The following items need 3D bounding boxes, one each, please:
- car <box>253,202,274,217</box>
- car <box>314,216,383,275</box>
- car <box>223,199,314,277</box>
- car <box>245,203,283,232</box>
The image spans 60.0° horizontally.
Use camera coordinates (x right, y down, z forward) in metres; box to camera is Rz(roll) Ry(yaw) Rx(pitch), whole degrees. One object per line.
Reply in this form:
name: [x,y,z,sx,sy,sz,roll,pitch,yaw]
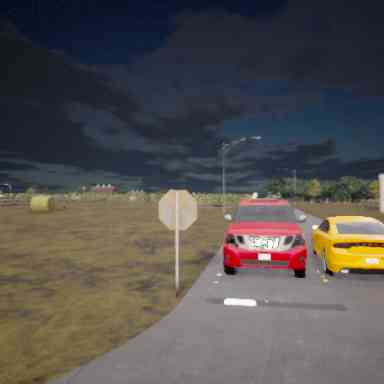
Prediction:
car: [7.101,1.715,33.148,1.895,1.301,4.718,-1,0,12]
car: [4.897,1.489,10.303,1.882,1.535,5.008,-1,0,14]
car: [2.371,1.261,10.826,2.150,2.045,5.566,-1,-1,13]
car: [4.704,1.561,21.814,2.128,1.511,4.902,-1,0,12]
